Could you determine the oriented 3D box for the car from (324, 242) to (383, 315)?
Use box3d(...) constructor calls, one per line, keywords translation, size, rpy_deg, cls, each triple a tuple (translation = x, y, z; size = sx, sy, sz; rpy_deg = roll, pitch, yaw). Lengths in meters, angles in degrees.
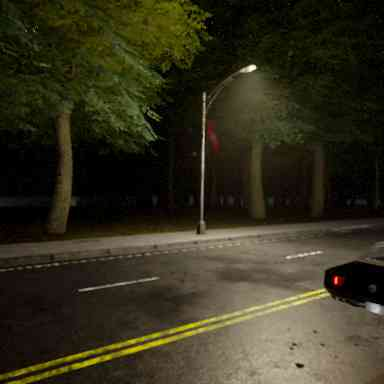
box3d(translation=(4.870, 1.668, 6.811), size=(4.718, 1.301, 1.895), rpy_deg=(1, 0, -35), cls="car")
